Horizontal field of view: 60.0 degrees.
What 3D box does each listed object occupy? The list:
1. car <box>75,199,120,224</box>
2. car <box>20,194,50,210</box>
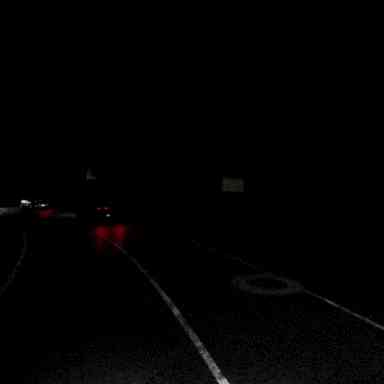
[{"bbox_3d":[-6.458,1.194,22.459,2.128,1.511,4.902,0,1,-33],"label":"car"},{"bbox_3d":[-16.370,1.005,34.641,1.837,1.490,4.892,-2,2,-43],"label":"car"}]
